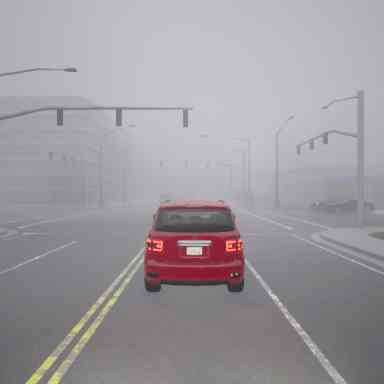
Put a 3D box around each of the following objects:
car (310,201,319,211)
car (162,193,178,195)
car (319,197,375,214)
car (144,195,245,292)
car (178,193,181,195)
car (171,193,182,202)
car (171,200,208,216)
[{"bbox_3d":[16.103,1.352,38.586,4.553,1.767,2.097,0,0,0],"label":"car"},{"bbox_3d":[-3.711,1.220,50.577,2.150,2.045,5.566,0,0,1],"label":"car"},{"bbox_3d":[16.562,1.477,35.079,5.008,1.535,1.882,0,0,0],"label":"car"},{"bbox_3d":[0.060,1.221,9.047,2.150,2.045,5.566,0,0,0],"label":"car"},{"bbox_3d":[-3.618,1.350,67.678,2.097,1.767,4.553,0,0,0],"label":"car"},{"bbox_3d":[-3.611,1.224,78.199,2.150,2.045,5.566,0,0,0],"label":"car"},{"bbox_3d":[-0.306,1.538,33.193,1.994,1.385,4.181,0,0,-28],"label":"car"}]
